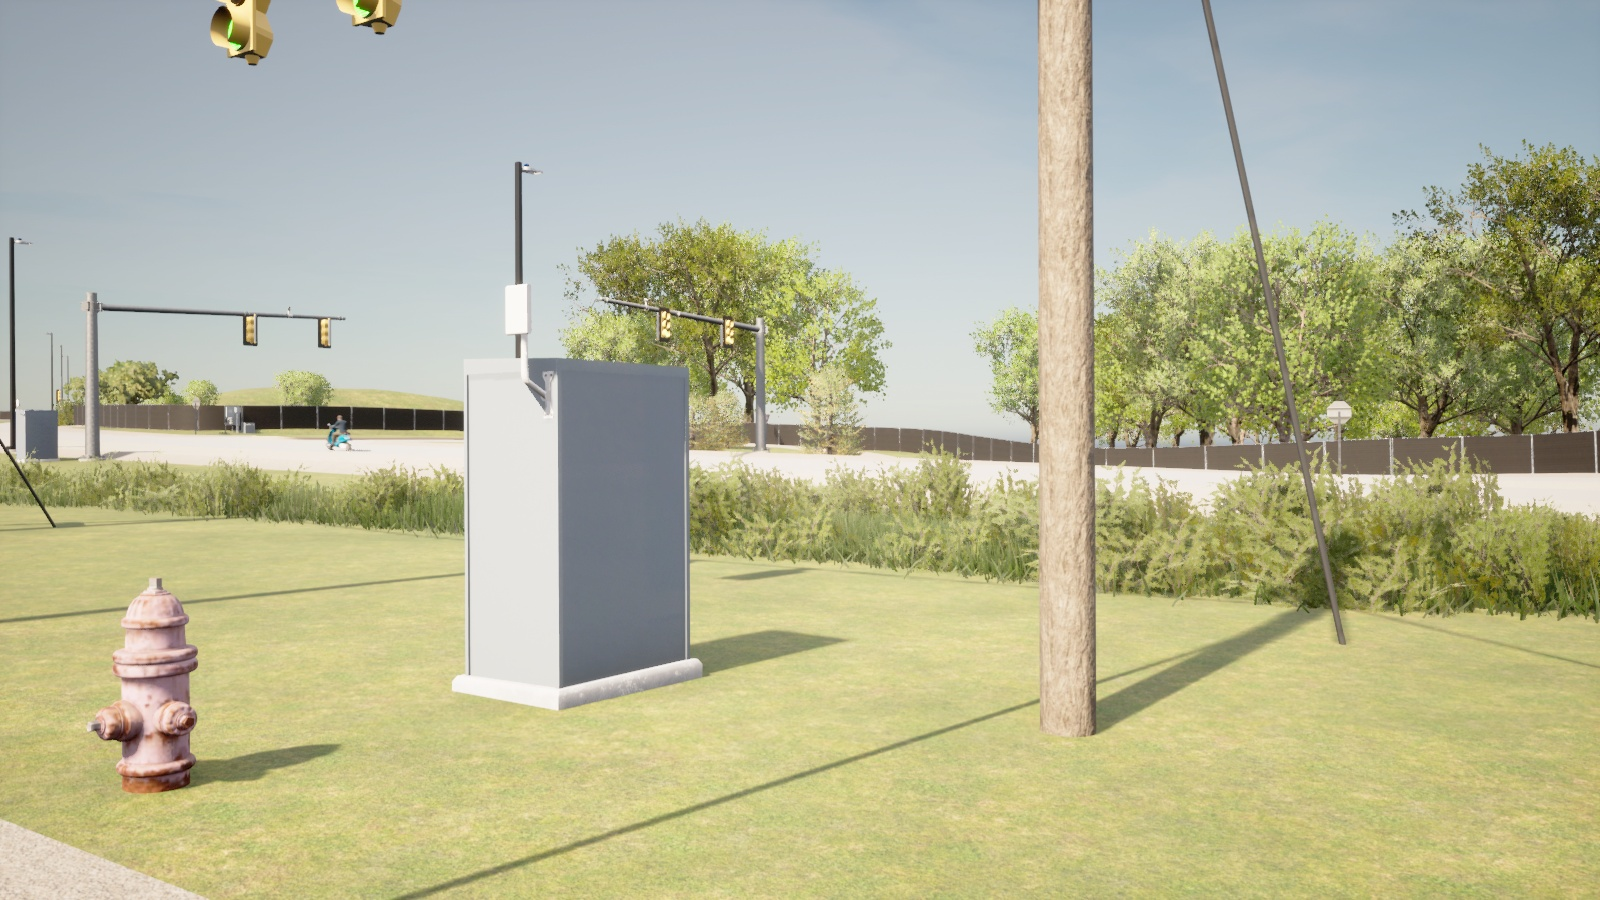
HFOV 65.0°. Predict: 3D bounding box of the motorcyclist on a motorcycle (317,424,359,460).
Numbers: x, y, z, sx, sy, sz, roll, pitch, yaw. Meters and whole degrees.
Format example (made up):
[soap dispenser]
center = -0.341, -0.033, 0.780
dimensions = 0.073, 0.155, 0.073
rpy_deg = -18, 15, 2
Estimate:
[motorcyclist on a motorcycle]
center = -20.605, -0.371, 56.045
dimensions = 1.817, 1.590, 0.866
rpy_deg = 1, 1, 35
